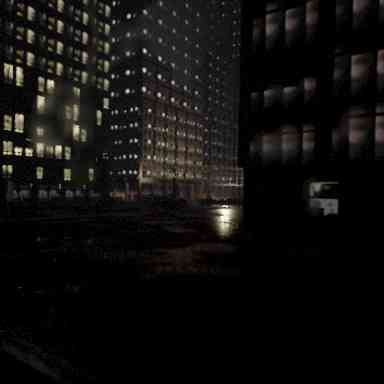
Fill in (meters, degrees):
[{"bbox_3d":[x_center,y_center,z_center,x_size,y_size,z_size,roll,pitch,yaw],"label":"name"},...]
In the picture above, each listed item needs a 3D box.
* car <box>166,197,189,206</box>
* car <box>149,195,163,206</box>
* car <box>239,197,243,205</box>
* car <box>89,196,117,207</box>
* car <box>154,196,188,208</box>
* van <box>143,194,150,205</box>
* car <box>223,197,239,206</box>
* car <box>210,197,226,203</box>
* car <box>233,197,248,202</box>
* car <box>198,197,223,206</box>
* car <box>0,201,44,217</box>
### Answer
[{"bbox_3d":[-2.605,1.660,59.699,1.994,1.385,4.181,2,1,35],"label":"car"},{"bbox_3d":[-4.009,1.464,52.354,2.097,1.767,4.553,2,0,35],"label":"car"},{"bbox_3d":[9.786,1.960,67.582,1.802,1.307,4.206,1,0,35],"label":"car"},{"bbox_3d":[-13.179,1.322,49.198,1.967,1.590,4.097,1,0,35],"label":"car"},{"bbox_3d":[-3.088,1.729,49.044,1.947,1.339,4.313,1,0,35],"label":"car"},{"bbox_3d":[-6.742,1.332,58.465,1.690,1.788,3.998,1,0,35],"label":"van"},{"bbox_3d":[6.568,1.891,62.947,1.947,1.339,4.313,1,0,35],"label":"car"},{"bbox_3d":[6.126,1.787,76.998,1.802,1.307,4.206,1,0,35],"label":"car"},{"bbox_3d":[12.561,1.878,86.264,1.947,1.339,4.313,1,0,35],"label":"car"},{"bbox_3d":[3.174,1.780,62.763,2.033,1.411,5.357,2,1,35],"label":"car"},{"bbox_3d":[-15.855,1.498,30.435,2.008,1.369,4.403,1,0,35],"label":"car"}]
